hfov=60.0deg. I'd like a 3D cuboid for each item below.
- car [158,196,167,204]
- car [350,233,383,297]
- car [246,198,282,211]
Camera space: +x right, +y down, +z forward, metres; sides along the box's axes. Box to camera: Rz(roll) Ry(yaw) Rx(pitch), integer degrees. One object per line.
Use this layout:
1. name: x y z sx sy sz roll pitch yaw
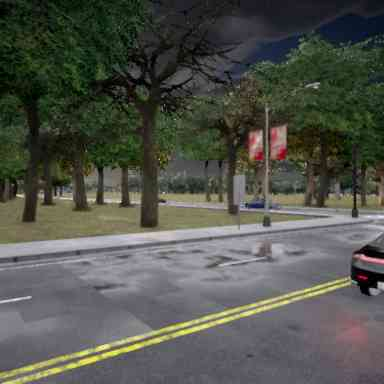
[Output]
1. car: -6.620 1.464 60.998 2.033 1.411 5.357 0 0 -35
2. car: 5.427 1.478 7.304 4.902 1.511 2.128 0 0 -35
3. car: 8.473 1.461 39.630 1.812 1.442 4.674 0 0 -35
